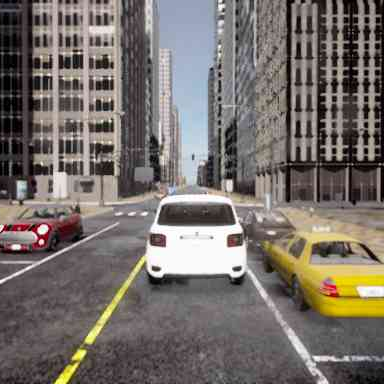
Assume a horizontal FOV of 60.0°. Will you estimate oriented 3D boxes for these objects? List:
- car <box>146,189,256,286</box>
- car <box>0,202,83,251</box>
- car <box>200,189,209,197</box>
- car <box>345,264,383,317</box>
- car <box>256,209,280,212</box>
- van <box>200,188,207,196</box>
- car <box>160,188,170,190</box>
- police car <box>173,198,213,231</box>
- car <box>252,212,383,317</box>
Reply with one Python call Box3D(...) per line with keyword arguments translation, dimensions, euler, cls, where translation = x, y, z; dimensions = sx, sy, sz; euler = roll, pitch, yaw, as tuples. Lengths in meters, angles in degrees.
Box3D(translation=(0.101, 1.069, 9.123), dimensions=(2.150, 2.045, 5.566), euler=(0, 1, 0), cls="car")
Box3D(translation=(-5.684, 1.227, 12.748), dimensions=(1.967, 1.590, 4.097), euler=(0, 1, 0), cls="car")
Box3D(translation=(2.714, 0.154, 73.366), dimensions=(1.967, 1.590, 4.097), euler=(0, 1, 0), cls="car")
Box3D(translation=(2.693, 1.525, 1.412), dimensions=(2.008, 1.369, 4.403), euler=(0, 1, 0), cls="car")
Box3D(translation=(2.696, 1.338, 12.749), dimensions=(2.008, 1.369, 4.403), euler=(0, 1, 0), cls="car")
Box3D(translation=(2.716, -0.052, 79.048), dimensions=(1.690, 1.788, 3.998), euler=(0, 1, 0), cls="van")
Box3D(translation=(-5.765, 0.366, 62.003), dimensions=(1.967, 1.590, 4.097), euler=(0, 1, 0), cls="car")
Box3D(translation=(0.103, 1.178, 19.452), dimensions=(2.038, 1.542, 4.974), euler=(0, 1, 1), cls="police car")
Box3D(translation=(2.695, 1.404, 7.251), dimensions=(1.752, 1.417, 4.829), euler=(0, 1, 0), cls="car")
